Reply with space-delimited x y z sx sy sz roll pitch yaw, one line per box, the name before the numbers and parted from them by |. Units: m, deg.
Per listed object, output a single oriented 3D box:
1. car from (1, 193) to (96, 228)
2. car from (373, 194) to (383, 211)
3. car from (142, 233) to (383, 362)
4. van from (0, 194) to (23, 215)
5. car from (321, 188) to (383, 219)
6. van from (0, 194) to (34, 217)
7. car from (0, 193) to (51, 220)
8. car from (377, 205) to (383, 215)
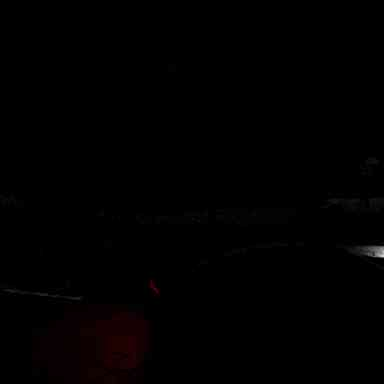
car | -8.746 1.120 21.523 2.435 2.045 5.566 -1 0 26
car | 18.463 0.892 28.898 4.674 1.452 2.002 -1 0 27
car | 1.770 1.416 5.139 5.008 1.535 1.882 0 2 2
van | -18.980 1.179 32.242 1.878 1.987 4.442 -1 0 26
car | 11.801 0.779 22.789 5.566 2.045 2.435 -1 0 27
van | -16.925 1.172 30.113 1.878 1.987 4.442 -1 0 26
car | -14.923 1.141 27.852 2.435 2.045 5.566 0 0 26
car | 9.639 1.242 13.496 5.357 1.411 2.033 -2 1 -44
